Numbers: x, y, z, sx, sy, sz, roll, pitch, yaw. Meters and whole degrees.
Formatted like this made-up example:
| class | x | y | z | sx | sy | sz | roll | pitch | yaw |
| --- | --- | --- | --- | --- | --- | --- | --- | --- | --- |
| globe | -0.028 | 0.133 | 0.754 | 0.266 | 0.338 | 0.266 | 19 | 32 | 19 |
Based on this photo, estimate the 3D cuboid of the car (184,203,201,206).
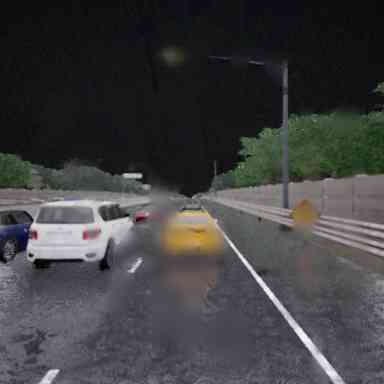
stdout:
| class | x | y | z | sx | sy | sz | roll | pitch | yaw |
| --- | --- | --- | --- | --- | --- | --- | --- | --- | --- |
| car | 0.059 | 1.651 | 27.512 | 2.128 | 1.511 | 4.902 | 0 | 0 | 0 |

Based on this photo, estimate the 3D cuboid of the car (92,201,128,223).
| class | x | y | z | sx | sy | sz | roll | pitch | yaw |
| --- | --- | --- | --- | --- | --- | --- | --- | --- | --- |
| car | -6.929 | 1.645 | 28.714 | 1.882 | 1.535 | 5.008 | 0 | 0 | 1 |

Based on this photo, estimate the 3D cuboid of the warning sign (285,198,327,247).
| class | x | y | z | sx | sy | sz | roll | pitch | yaw |
| --- | --- | --- | --- | --- | --- | --- | --- | --- | --- |
| warning sign | 4.545 | 1.193 | 13.392 | 1.300 | 1.860 | 1.060 | -1 | -1 | 0 |

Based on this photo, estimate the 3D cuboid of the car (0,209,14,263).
| class | x | y | z | sx | sy | sz | roll | pitch | yaw |
| --- | --- | --- | --- | --- | --- | --- | --- | --- | --- |
| car | -6.949 | 1.425 | 12.456 | 2.097 | 1.767 | 4.553 | 0 | 0 | 0 |

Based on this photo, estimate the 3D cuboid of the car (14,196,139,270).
| class | x | y | z | sx | sy | sz | roll | pitch | yaw |
| --- | --- | --- | --- | --- | --- | --- | --- | --- | --- |
| car | -3.460 | 1.291 | 11.414 | 2.150 | 2.045 | 5.566 | 0 | 0 | 0 |

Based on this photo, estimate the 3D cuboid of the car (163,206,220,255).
| class | x | y | z | sx | sy | sz | roll | pitch | yaw |
| --- | --- | --- | --- | --- | --- | --- | --- | --- | --- |
| car | 0.062 | 1.557 | 13.666 | 1.882 | 1.535 | 5.008 | 0 | 0 | 1 |

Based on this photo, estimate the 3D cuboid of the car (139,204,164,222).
| class | x | y | z | sx | sy | sz | roll | pitch | yaw |
| --- | --- | --- | --- | --- | --- | --- | --- | --- | --- |
| car | -3.436 | 1.727 | 27.853 | 1.994 | 1.385 | 4.181 | 0 | 0 | 0 |

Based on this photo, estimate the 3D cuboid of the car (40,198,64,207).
| class | x | y | z | sx | sy | sz | roll | pitch | yaw |
| --- | --- | --- | --- | --- | --- | --- | --- | --- | --- |
| car | -24.496 | 1.826 | 58.282 | 2.128 | 1.511 | 4.902 | 0 | 0 | 1 |

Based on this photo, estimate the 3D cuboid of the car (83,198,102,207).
| class | x | y | z | sx | sy | sz | roll | pitch | yaw |
| --- | --- | --- | --- | --- | --- | --- | --- | --- | --- |
| car | -17.506 | 1.836 | 58.518 | 1.837 | 1.490 | 4.892 | 0 | 0 | 1 |
